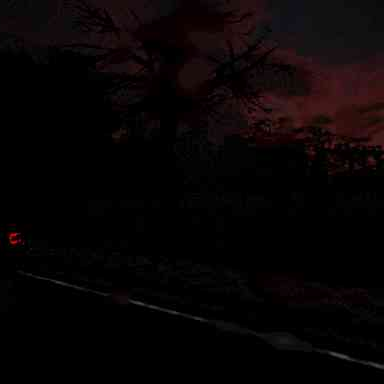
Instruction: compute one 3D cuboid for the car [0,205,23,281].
[{"bbox_3d":[-6.723,1.289,8.796,5.566,2.045,2.150,0,0,36],"label":"car"}]
